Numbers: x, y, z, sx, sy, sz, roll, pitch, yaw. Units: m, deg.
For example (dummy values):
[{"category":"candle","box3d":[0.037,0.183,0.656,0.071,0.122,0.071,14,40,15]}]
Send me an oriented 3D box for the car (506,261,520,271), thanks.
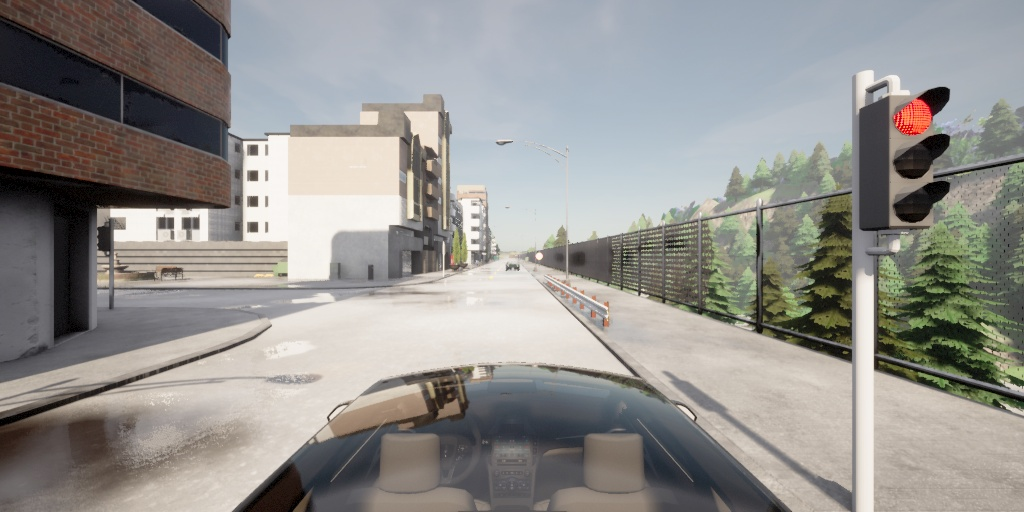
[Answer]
[{"category":"car","box3d":[0.113,1.351,50.364,1.895,1.301,4.718,0,0,0]}]
